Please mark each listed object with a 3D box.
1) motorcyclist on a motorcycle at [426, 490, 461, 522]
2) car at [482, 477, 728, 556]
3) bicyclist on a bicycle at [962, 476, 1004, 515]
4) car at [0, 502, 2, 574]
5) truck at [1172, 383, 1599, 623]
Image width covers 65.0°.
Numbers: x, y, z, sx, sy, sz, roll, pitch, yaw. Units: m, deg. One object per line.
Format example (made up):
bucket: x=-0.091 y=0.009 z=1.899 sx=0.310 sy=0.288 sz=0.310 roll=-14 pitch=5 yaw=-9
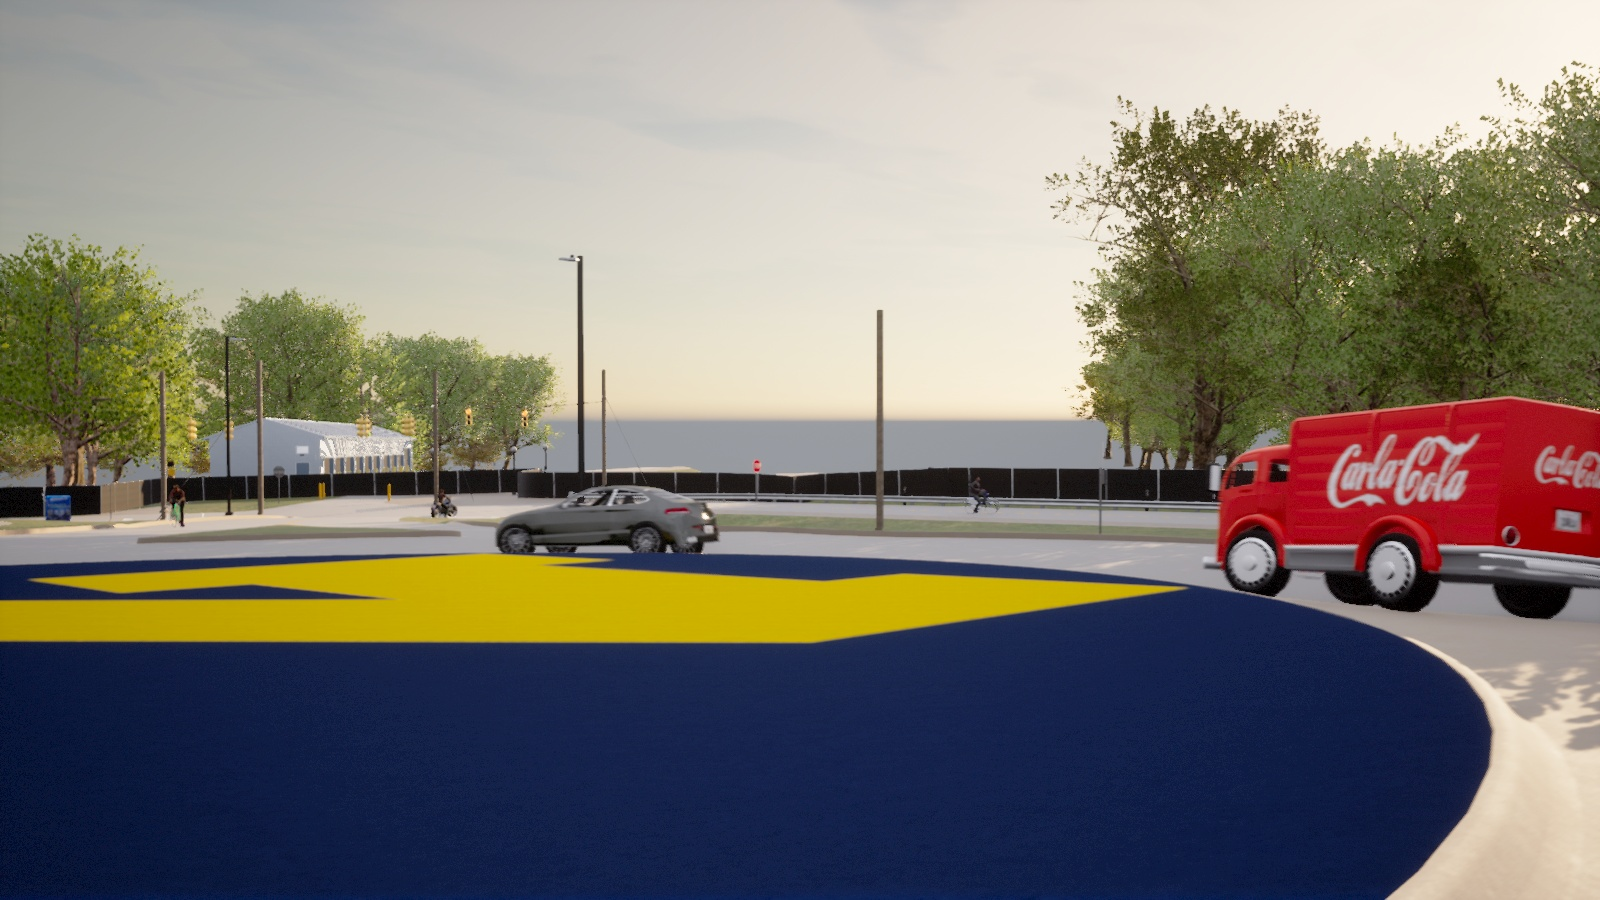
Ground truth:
motorcyclist on a motorcycle: x=-19.686 y=3.056 z=69.425 sx=0.766 sy=1.649 sz=2.350 roll=0 pitch=0 yaw=15
car: x=-4.348 y=1.499 z=28.082 sx=5.027 sy=1.651 sz=2.152 roll=-2 pitch=-3 yaw=21
bicyclist on a bicycle: x=8.425 y=2.089 z=57.872 sx=1.843 sy=1.776 sz=0.659 roll=-1 pitch=0 yaw=43
car: x=-18.753 y=1.899 z=25.062 sx=4.514 sy=1.525 sz=2.007 roll=-1 pitch=-1 yaw=-25
truck: x=7.643 y=0.801 z=16.349 sx=2.627 sy=2.467 sz=5.204 roll=7 pitch=-6 yaw=-20
